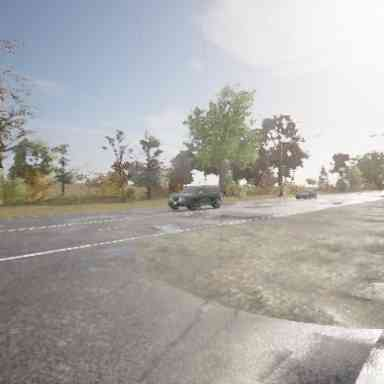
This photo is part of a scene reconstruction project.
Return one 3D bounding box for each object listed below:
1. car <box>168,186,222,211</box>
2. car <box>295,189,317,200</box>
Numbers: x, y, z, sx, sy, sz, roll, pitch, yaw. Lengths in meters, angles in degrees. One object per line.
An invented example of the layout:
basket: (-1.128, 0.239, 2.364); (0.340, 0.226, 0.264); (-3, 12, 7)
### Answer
car: (0.397, 0.491, 28.556); (2.150, 2.045, 5.566); (0, 1, 39)
car: (16.592, 0.395, 48.264); (1.837, 1.490, 4.892); (0, 0, 40)
